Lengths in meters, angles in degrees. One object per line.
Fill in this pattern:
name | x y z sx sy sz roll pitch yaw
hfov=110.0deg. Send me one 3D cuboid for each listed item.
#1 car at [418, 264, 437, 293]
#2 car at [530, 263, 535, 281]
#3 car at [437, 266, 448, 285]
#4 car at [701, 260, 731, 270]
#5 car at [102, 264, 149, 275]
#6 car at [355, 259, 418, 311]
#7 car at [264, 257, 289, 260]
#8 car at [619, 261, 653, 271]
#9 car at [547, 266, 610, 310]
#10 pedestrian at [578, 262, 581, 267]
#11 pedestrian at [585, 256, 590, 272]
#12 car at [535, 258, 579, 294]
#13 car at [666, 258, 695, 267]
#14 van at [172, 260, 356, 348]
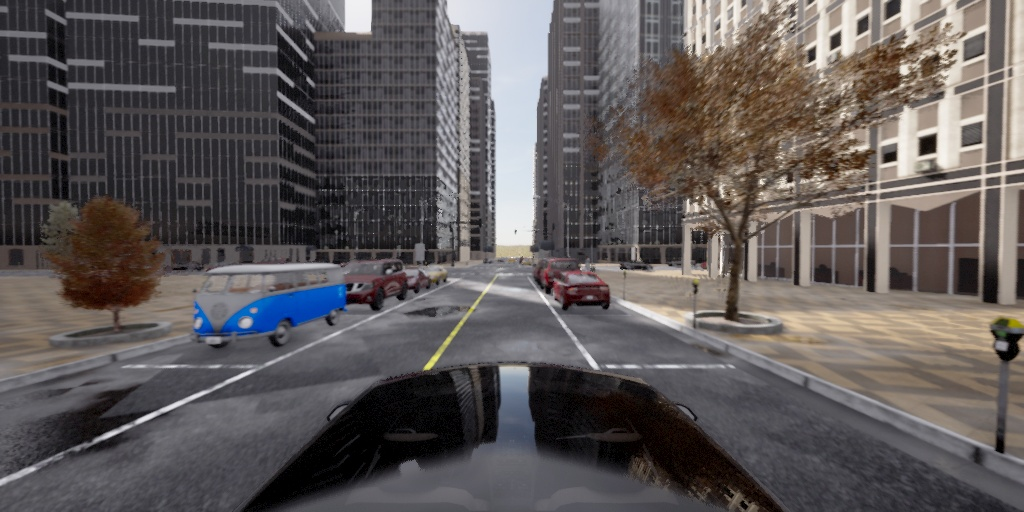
car | -5.694 1.321 20.196 1.802 1.307 4.207 0 0 0
car | 2.686 1.050 25.823 2.192 1.841 5.009 0 0 0
car | -5.696 1.260 25.651 1.751 1.417 4.829 0 0 0
car | 27.372 1.219 47.787 4.207 1.307 1.802 0 0 -5
car | -46.912 1.609 43.566 4.718 1.301 1.895 0 1 -5
car | -5.693 1.057 14.569 2.192 1.841 5.009 0 0 0
car | -33.833 1.126 50.536 5.009 1.841 2.192 0 0 -5
car | 16.119 1.269 46.744 4.313 1.339 1.948 0 0 -5
car | 2.689 1.288 14.571 1.888 1.381 4.507 0 0 0
pedestrian | 7.127 1.259 38.004 0.500 1.100 0.500 -1 1 0
pedestrian | 8.126 0.903 38.597 0.375 1.860 0.375 -1 1 0
car | 2.688 1.054 20.197 2.192 1.841 5.009 0 0 0
car | 26.427 1.028 56.114 4.313 1.339 1.948 0 0 -5
van | -5.691 1.086 8.943 1.690 1.789 3.998 0 0 0
